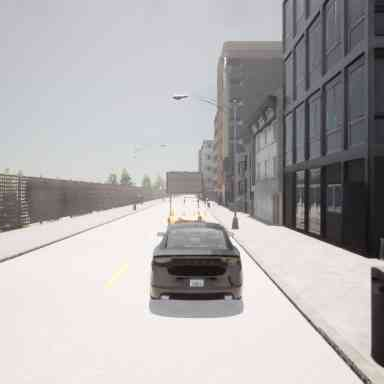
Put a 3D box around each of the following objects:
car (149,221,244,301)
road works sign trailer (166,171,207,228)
[{"bbox_3d":[0.087,1.480,8.434,1.882,1.535,5.008,0,0,0],"label":"car"},{"bbox_3d":[-0.508,0.471,21.242,2.380,3.560,2.880,0,0,-16],"label":"road works sign trailer"}]
